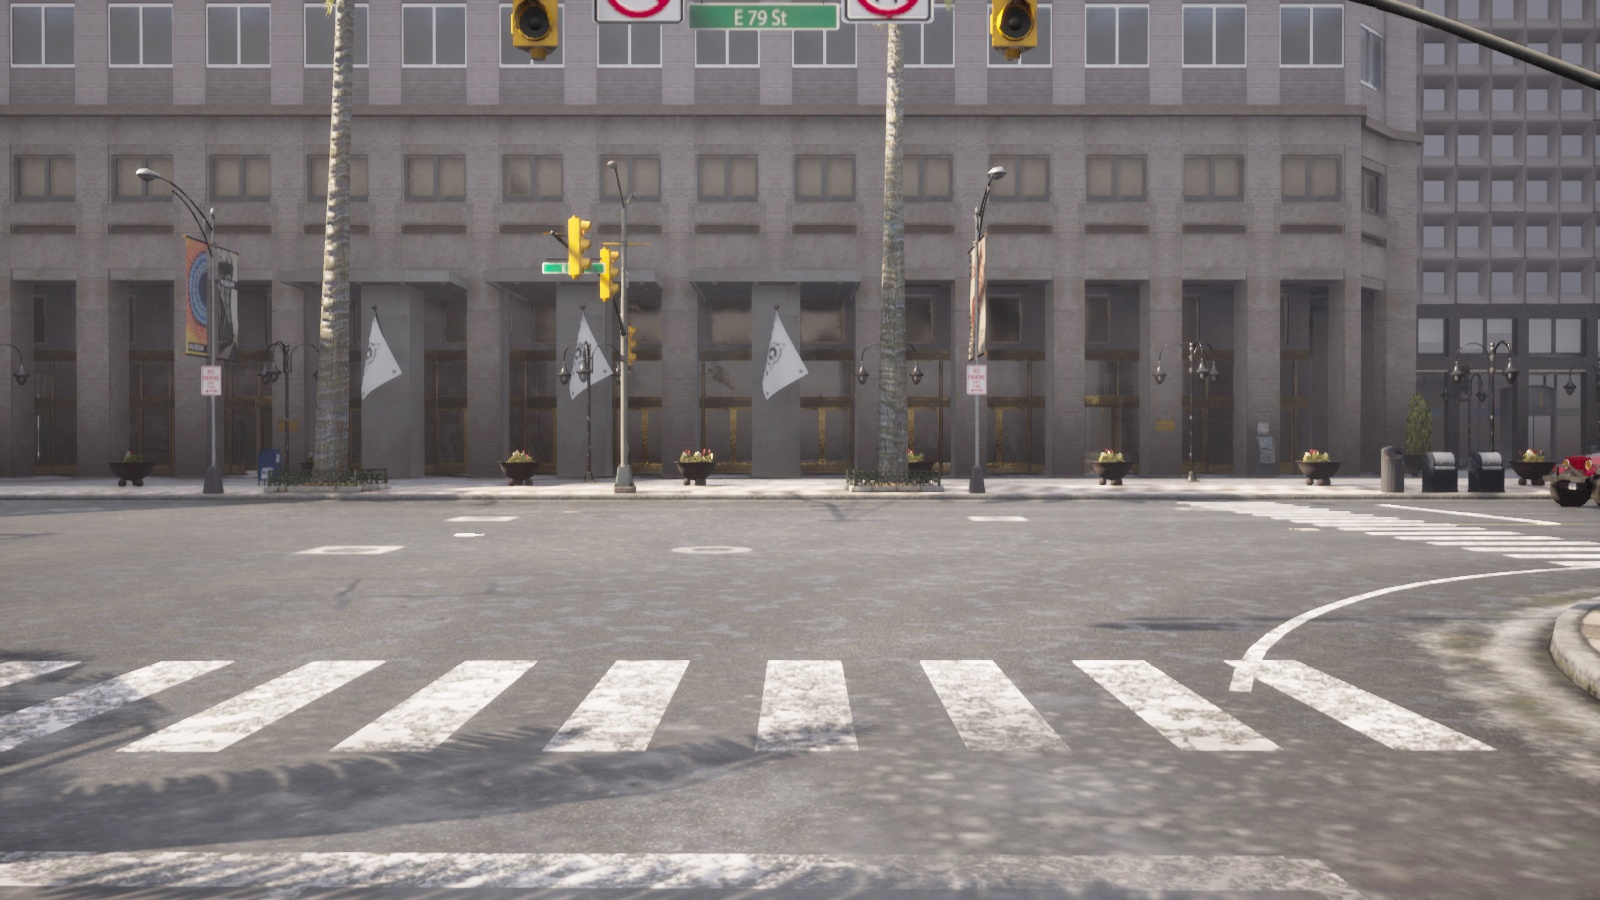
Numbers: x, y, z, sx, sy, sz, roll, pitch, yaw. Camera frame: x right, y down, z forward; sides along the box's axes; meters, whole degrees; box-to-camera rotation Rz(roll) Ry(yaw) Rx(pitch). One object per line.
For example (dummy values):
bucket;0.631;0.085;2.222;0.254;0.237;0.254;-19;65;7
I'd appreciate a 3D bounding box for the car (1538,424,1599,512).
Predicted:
car;18.784;0.385;27.708;3.866;1.878;1.905;0;0;1
